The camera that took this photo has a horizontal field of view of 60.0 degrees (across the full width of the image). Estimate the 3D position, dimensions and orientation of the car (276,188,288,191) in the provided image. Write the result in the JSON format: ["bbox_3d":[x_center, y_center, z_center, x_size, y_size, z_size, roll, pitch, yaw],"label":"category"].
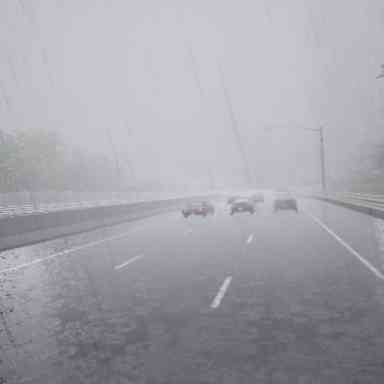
[{"bbox_3d":[13.368,0.418,49.134,2.150,2.045,5.566,-3,0,15],"label":"car"}]

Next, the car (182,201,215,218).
[{"bbox_3d":[0.649,1.413,28.075,1.895,1.301,4.718,-3,0,15],"label":"car"}]

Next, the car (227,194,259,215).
[{"bbox_3d":[4.480,1.152,28.872,1.812,1.442,4.674,-3,0,15],"label":"car"}]

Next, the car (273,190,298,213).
[{"bbox_3d":[8.219,0.924,29.334,1.882,1.535,5.008,-3,1,15],"label":"car"}]

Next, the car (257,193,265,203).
[{"bbox_3d":[9.549,0.913,48.292,2.033,1.411,5.357,-3,0,15],"label":"car"}]

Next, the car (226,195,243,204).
[{"bbox_3d":[6.551,1.116,50.644,1.895,1.301,4.718,-3,0,15],"label":"car"}]
